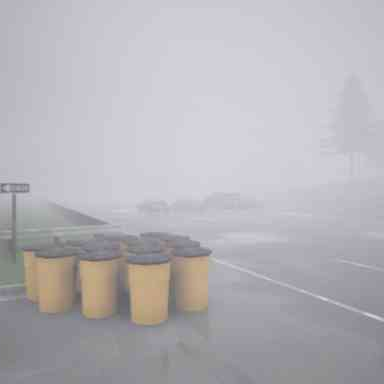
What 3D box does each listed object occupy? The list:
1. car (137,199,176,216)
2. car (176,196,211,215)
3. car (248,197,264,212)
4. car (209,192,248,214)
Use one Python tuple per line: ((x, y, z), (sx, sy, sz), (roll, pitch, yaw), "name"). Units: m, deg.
((-3.674, 1.346, 30.846), (2.128, 1.511, 4.902), (0, 0, -27), "car")
((-0.567, 1.335, 32.458), (2.128, 1.511, 4.902), (0, 0, -27), "car")
((5.649, 1.313, 35.674), (2.128, 1.511, 4.902), (0, 0, -27), "car")
((2.838, 1.056, 33.493), (2.150, 2.045, 5.566), (0, 0, -27), "car")
